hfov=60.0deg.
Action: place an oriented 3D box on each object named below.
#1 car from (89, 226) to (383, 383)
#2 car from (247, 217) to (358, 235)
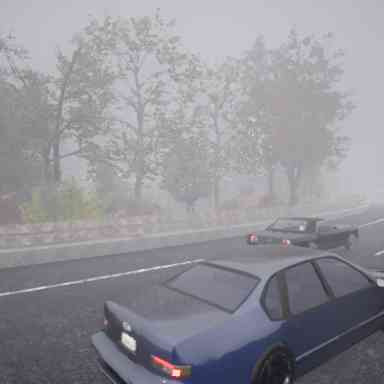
[{"bbox_3d":[1.339,1.524,4.875,5.357,1.411,2.033,-1,0,-38],"label":"car"},{"bbox_3d":[4.124,1.535,11.832,4.718,1.301,1.895,-1,0,-41],"label":"car"}]
